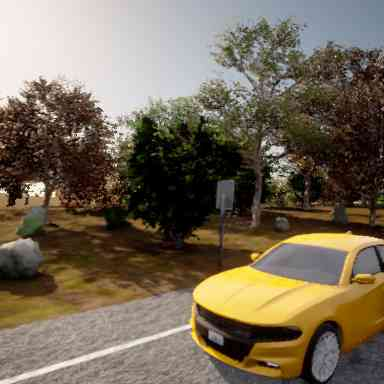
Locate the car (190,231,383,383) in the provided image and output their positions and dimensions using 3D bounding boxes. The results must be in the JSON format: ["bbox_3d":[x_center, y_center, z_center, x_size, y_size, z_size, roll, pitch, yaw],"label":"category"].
[{"bbox_3d":[2.236,1.483,5.575,5.008,1.535,1.882,0,0,-39],"label":"car"}]
